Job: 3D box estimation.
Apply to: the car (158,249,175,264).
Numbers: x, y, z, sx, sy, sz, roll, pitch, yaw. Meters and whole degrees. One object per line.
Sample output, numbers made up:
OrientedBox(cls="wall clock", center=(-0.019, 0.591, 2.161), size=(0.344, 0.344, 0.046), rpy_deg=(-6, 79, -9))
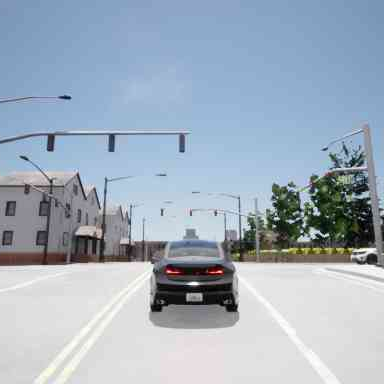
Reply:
OrientedBox(cls="car", center=(-3.736, 9.630, 49.643), size=(2.150, 2.045, 5.566), rpy_deg=(0, -11, 0))

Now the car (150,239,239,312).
OrientedBox(cls="car", center=(0.047, 1.985, 8.588), size=(1.837, 1.490, 4.892), rpy_deg=(0, -7, 0))

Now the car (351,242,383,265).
OrientedBox(cls="car", center=(16.799, 5.314, 28.828), size=(5.566, 2.045, 2.150), rpy_deg=(0, -12, 1))

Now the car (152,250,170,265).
OrientedBox(cls="car", center=(-3.400, 7.155, 36.141), size=(1.812, 1.442, 4.674), rpy_deg=(1, -12, -6))
